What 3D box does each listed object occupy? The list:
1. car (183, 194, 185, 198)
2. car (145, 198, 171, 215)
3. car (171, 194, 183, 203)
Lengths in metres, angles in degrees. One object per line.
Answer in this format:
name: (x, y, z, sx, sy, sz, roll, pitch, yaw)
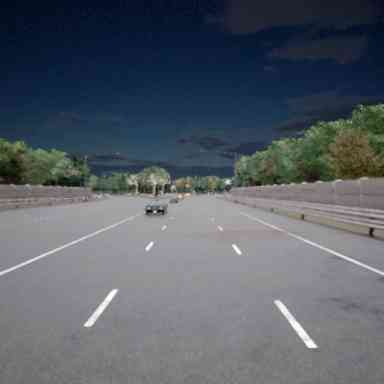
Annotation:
car: (-3.520, 1.277, 92.269, 2.097, 1.767, 4.553, 0, 0, 0)
car: (-3.507, 1.565, 33.674, 1.895, 1.301, 4.718, 0, 0, 0)
car: (-3.514, 1.494, 66.787, 2.033, 1.411, 5.357, 0, 0, 0)
